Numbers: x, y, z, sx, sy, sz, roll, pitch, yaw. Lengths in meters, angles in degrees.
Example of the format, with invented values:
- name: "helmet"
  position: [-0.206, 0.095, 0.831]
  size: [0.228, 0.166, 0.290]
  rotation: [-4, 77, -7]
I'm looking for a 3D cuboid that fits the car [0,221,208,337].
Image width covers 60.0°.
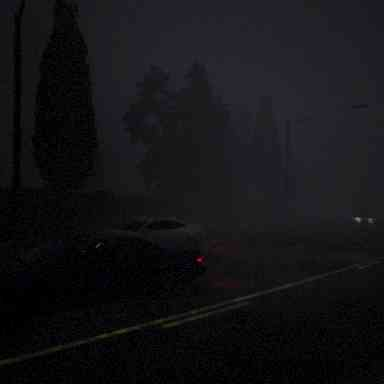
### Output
- name: "car"
  position: [-2.178, 1.574, 6.856]
  size: [5.357, 1.411, 2.033]
  rotation: [1, 0, -37]

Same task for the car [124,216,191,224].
- name: "car"
  position: [-1.576, 1.595, 11.869]
  size: [4.674, 1.442, 1.812]
  rotation: [1, -1, -40]

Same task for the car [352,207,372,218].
- name: "car"
  position: [24.226, 2.873, 47.540]
  size: [1.837, 1.490, 4.892]
  rotation: [1, -2, 15]
